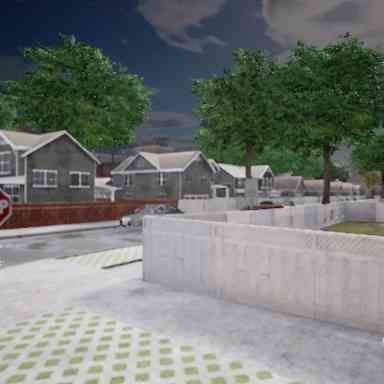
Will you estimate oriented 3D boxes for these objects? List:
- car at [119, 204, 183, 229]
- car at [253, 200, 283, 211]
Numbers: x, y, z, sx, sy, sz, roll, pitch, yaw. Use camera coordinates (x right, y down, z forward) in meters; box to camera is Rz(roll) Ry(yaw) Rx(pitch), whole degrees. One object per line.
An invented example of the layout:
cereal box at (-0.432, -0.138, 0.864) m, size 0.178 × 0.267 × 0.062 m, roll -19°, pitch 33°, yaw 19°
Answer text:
car at (-2.530, 1.556, 21.611) m, size 2.128 × 1.511 × 4.902 m, roll 0°, pitch 0°, yaw 35°
car at (8.530, 1.663, 37.169) m, size 1.882 × 1.535 × 5.008 m, roll 0°, pitch 0°, yaw 36°
